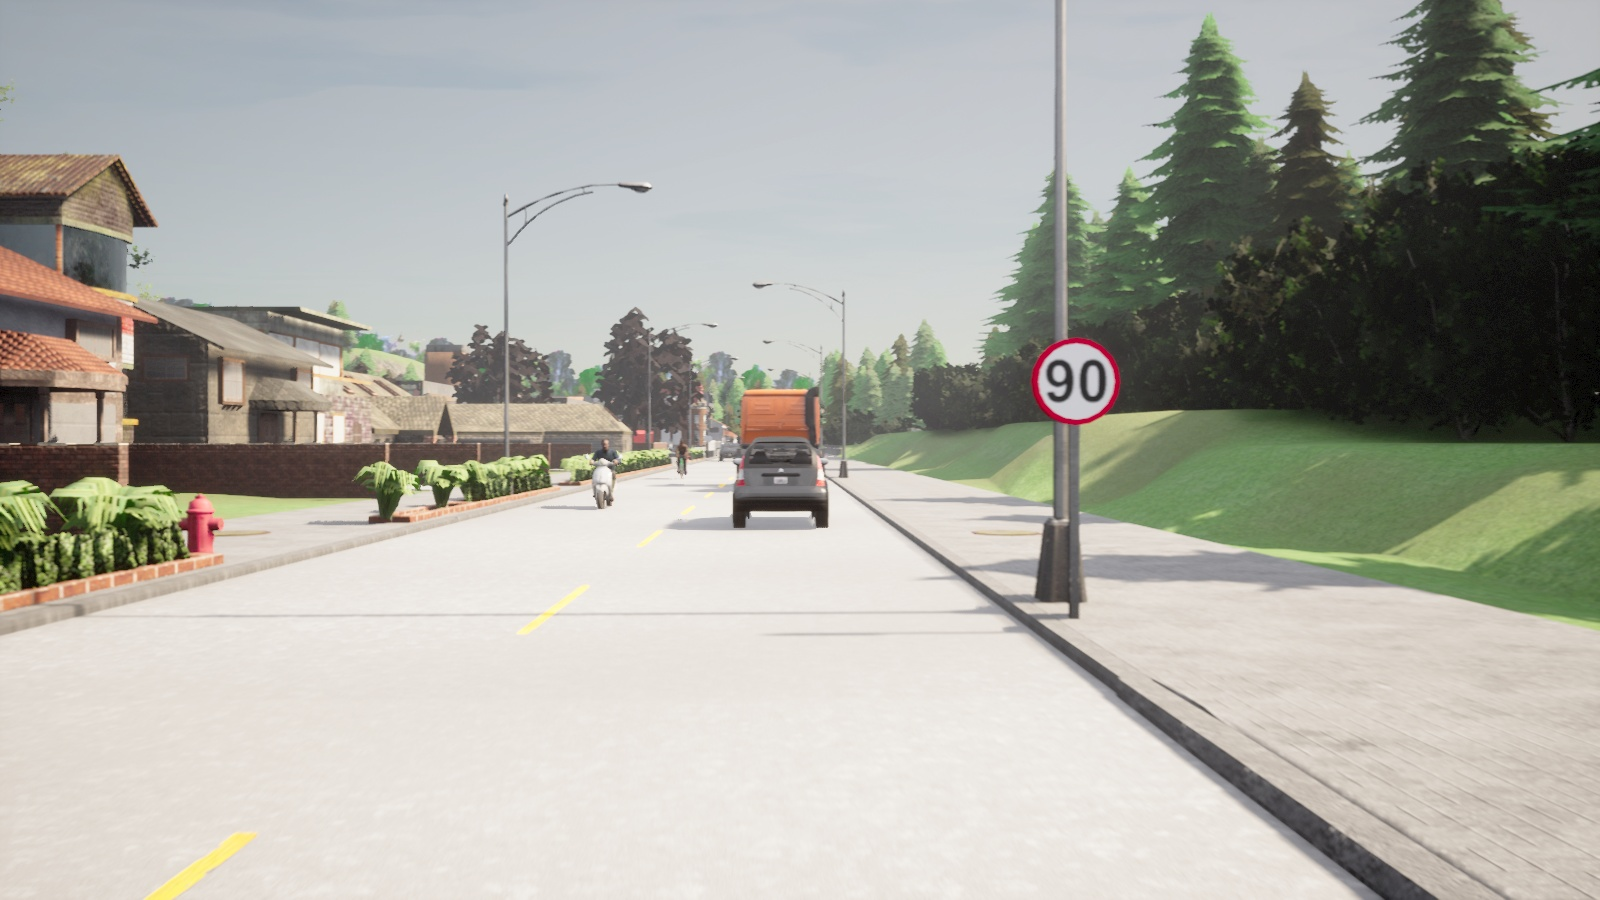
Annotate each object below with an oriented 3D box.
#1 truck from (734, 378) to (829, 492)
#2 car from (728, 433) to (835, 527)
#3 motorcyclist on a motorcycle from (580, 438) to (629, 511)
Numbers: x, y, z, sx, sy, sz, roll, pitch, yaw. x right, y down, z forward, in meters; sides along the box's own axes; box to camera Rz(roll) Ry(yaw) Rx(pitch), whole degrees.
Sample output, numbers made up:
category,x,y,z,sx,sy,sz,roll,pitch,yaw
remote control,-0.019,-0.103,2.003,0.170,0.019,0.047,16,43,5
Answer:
category,x,y,z,sx,sy,sz,roll,pitch,yaw
truck,-0.624,-0.473,41.966,2.891,3.462,7.936,0,0,-1
car,-0.346,0.510,23.636,1.851,1.617,3.988,0,0,-1
motorcyclist on a motorcycle,-4.421,0.536,28.535,0.866,1.590,1.817,0,0,-1
